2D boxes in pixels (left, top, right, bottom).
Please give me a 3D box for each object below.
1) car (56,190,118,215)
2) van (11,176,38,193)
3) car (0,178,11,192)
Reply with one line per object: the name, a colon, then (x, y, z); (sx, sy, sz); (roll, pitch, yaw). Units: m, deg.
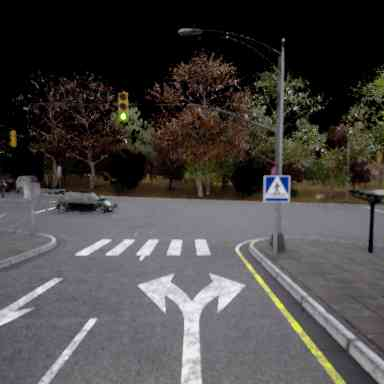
car: (-8.277, 0.743, 26.448); (4.553, 1.767, 2.097); (2, 5, 5)
van: (-20.327, -0.973, 40.954); (1.878, 1.987, 4.442); (1, 4, -14)
car: (-23.297, -0.996, 41.349); (2.185, 1.767, 4.553); (0, 5, -13)
